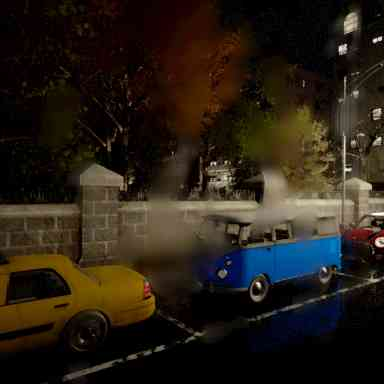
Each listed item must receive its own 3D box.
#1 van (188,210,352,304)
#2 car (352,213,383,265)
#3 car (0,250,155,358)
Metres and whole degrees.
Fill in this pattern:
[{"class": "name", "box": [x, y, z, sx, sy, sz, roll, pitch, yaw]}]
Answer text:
[{"class": "van", "box": [1.829, 1.342, 7.862, 3.998, 1.788, 1.690, 0, 1, -36]}, {"class": "car", "box": [6.393, 1.442, 11.129, 4.097, 1.590, 1.967, 0, 1, -36]}, {"class": "car", "box": [-2.876, 1.525, 4.499, 4.829, 1.417, 1.752, 0, 1, -36]}]
